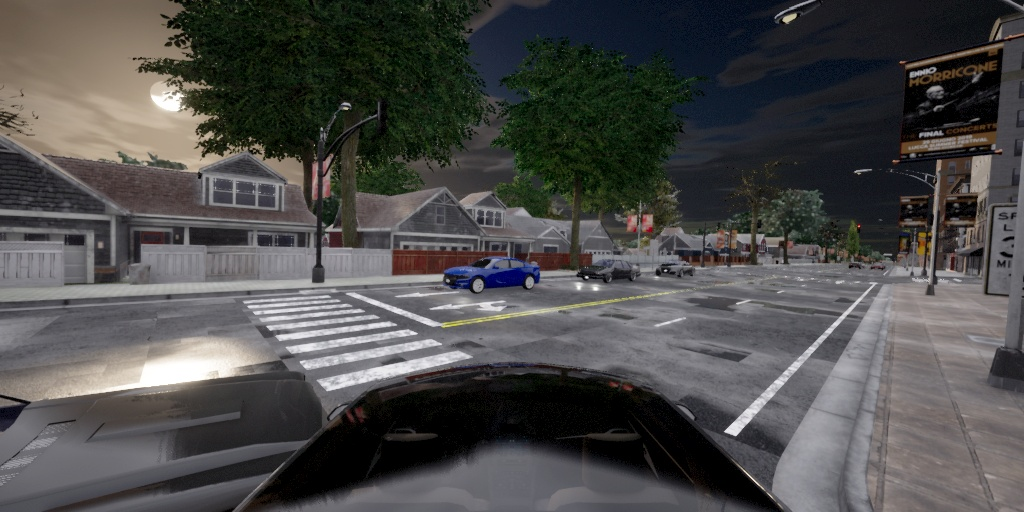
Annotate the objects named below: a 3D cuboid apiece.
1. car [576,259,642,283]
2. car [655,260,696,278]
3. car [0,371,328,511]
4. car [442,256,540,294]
[{"bbox_3d":[6.470,0.917,23.416,5.357,1.411,2.033,1,2,-43],"label":"car"},{"bbox_3d":[13.800,1.009,30.197,4.181,1.385,1.994,1,2,-43],"label":"car"},{"bbox_3d":[-3.321,1.275,1.498,4.718,1.301,1.895,1,2,-33],"label":"car"},{"bbox_3d":[-0.829,0.775,16.637,5.008,1.535,1.882,1,3,-43],"label":"car"}]
